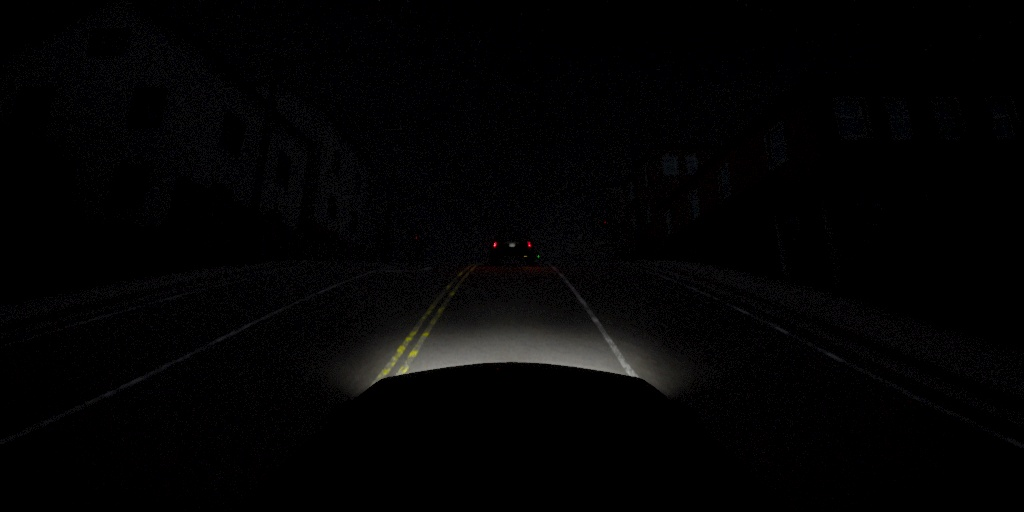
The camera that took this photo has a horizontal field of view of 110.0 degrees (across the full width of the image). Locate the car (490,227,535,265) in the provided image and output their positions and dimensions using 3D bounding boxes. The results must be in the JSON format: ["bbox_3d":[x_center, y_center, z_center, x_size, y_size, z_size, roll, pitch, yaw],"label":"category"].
[{"bbox_3d":[0.042,-0.485,18.453,2.097,1.767,4.553,0,1,1],"label":"car"}]
